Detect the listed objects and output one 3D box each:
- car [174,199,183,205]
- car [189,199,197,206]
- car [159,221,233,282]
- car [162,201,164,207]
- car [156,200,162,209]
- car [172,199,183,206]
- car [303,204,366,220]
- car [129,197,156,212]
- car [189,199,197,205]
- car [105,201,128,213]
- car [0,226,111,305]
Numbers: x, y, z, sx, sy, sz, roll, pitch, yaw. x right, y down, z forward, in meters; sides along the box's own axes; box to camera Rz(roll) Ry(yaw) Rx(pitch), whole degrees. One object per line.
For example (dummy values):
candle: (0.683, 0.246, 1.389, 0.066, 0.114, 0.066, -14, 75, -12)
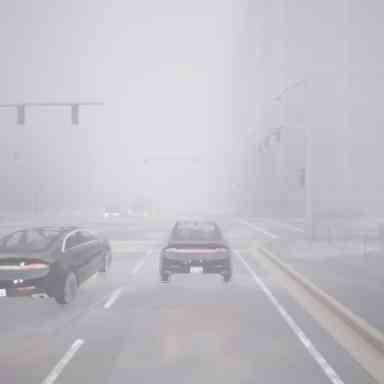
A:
car: (-3.259, 2.556, 83.644, 2.033, 1.411, 5.357, 0, -1, 0)
car: (0.215, 2.514, 74.588, 1.895, 1.301, 4.718, 0, -1, 0)
car: (0.111, 1.618, 10.128, 2.128, 1.511, 4.902, 0, -1, 0)
car: (-6.803, 2.388, 68.396, 2.033, 1.411, 5.357, 0, -1, 0)
car: (-6.908, 2.205, 57.833, 2.128, 1.511, 4.902, 0, -1, 0)
car: (-3.287, 2.410, 73.942, 1.837, 1.490, 4.892, 0, -1, 0)
car: (13.301, 1.880, 31.207, 5.357, 1.411, 2.033, 0, -1, 0)
car: (-6.951, 1.809, 47.623, 2.150, 2.045, 5.566, 0, -1, 1)
car: (0.241, 2.494, 83.634, 1.882, 1.535, 5.008, 0, -1, 0)
car: (-10.468, 2.122, 45.285, 1.994, 1.385, 4.181, 0, -1, 0)
car: (-3.401, 1.595, 8.301, 2.128, 1.511, 4.902, 0, -1, 0)
